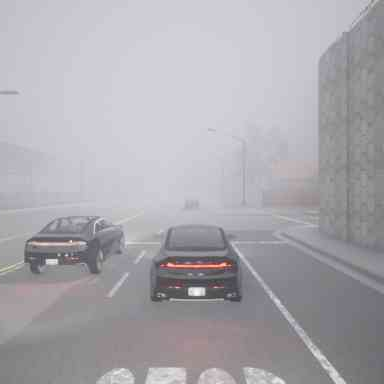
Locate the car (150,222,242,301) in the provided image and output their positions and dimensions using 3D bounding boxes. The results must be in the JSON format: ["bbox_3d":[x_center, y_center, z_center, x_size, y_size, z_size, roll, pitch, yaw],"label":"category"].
[{"bbox_3d":[0.079,1.505,8.277,1.837,1.490,4.892,0,0,0],"label":"car"}]

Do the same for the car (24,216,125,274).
[{"bbox_3d":[-3.428,1.492,10.546,2.128,1.511,4.902,0,0,0],"label":"car"}]

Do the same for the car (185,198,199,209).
[{"bbox_3d":[-0.016,1.491,44.229,2.128,1.511,4.902,0,0,0],"label":"car"}]
